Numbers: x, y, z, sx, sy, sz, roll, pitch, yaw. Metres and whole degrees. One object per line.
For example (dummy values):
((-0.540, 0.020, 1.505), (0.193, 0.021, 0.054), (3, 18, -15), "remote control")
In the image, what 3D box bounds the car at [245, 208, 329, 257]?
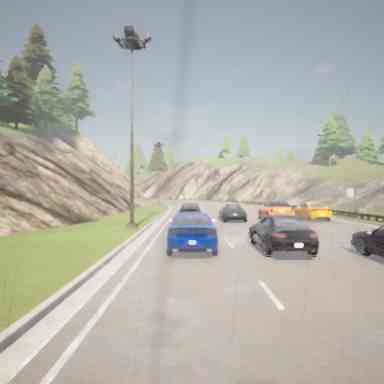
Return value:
((3.505, 1.595, 13.216), (1.812, 1.442, 4.674), (0, 0, 0), "car")

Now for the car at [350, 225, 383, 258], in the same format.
((7.007, 1.603, 10.387), (2.033, 1.411, 5.357), (0, 0, 0), "car")

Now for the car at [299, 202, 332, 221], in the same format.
((10.343, 1.628, 28.757), (1.882, 1.535, 5.008), (0, 0, 0), "car")

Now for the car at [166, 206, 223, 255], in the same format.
((0.002, 1.548, 13.677), (1.882, 1.535, 5.008), (0, 0, 0), "car")

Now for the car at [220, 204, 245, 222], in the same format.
((3.347, 1.708, 27.661), (1.994, 1.385, 4.181), (0, 0, 0), "car")

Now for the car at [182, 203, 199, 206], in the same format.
((-0.152, 1.648, 27.486), (1.837, 1.490, 4.892), (0, 0, 0), "car")

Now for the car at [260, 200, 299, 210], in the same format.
((6.848, 1.494, 27.441), (2.097, 1.767, 4.553), (0, 0, 0), "car")
